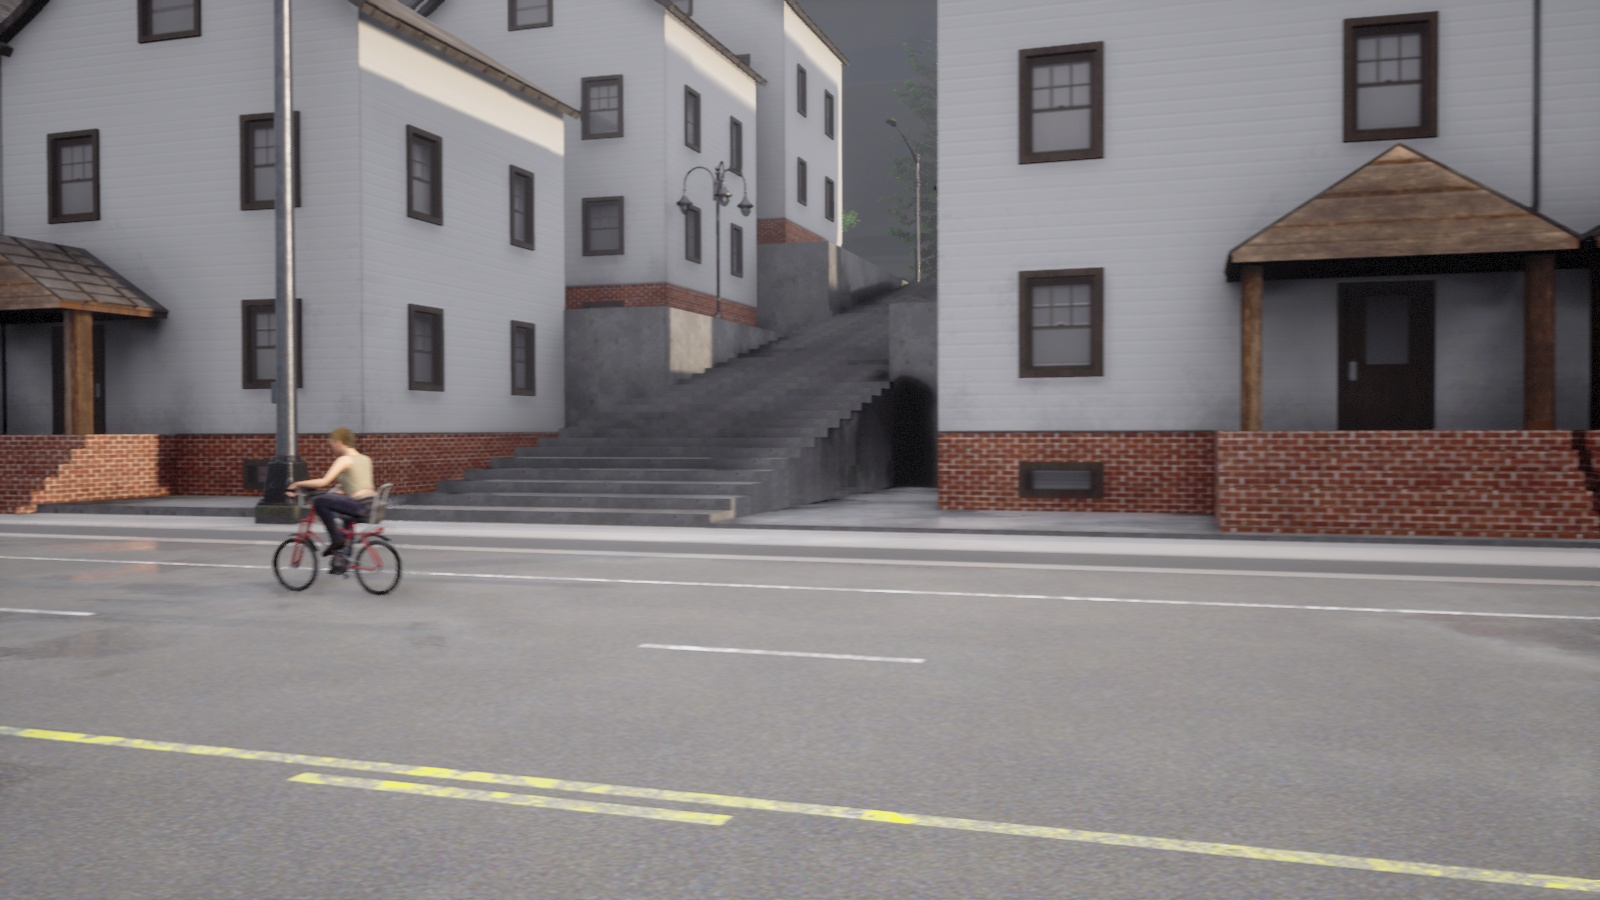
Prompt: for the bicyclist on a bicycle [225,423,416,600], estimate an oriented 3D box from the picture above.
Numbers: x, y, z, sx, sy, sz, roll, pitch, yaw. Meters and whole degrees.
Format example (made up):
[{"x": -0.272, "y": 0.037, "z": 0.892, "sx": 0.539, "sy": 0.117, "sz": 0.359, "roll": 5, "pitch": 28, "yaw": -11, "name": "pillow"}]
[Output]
[{"x": -4.615, "y": 0.551, "z": 12.128, "sx": 1.509, "sy": 1.612, "sz": 0.866, "roll": 1, "pitch": 1, "yaw": 19, "name": "bicyclist on a bicycle"}]
